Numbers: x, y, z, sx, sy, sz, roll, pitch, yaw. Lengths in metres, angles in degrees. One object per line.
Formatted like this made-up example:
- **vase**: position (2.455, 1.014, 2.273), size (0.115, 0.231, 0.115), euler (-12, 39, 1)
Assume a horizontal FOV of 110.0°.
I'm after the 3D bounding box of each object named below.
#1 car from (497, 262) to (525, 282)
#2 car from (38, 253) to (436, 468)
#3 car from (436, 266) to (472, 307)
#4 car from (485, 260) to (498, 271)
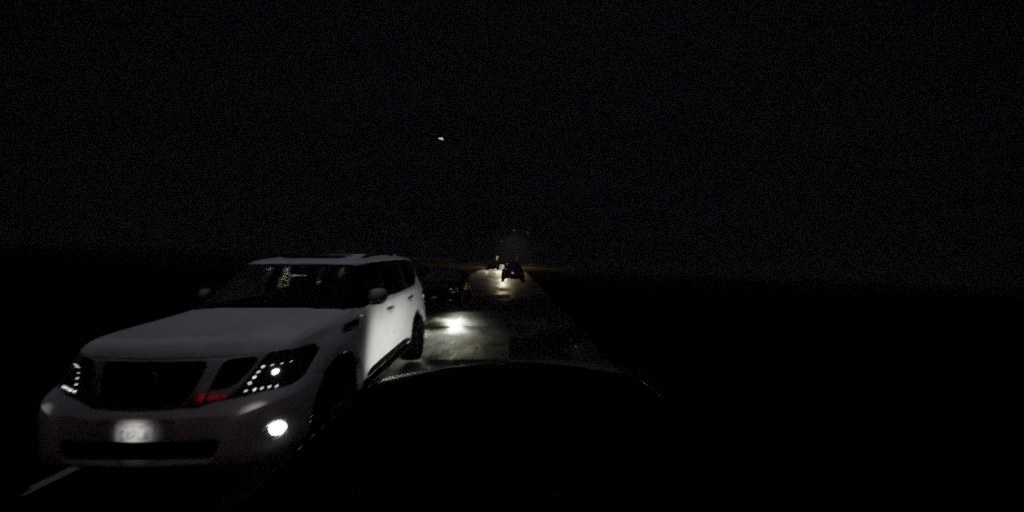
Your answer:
- **car**: position (0.054, 1.322, 29.205), size (2.033, 1.411, 5.357), euler (0, 0, 0)
- **car**: position (-2.853, 0.973, 5.448), size (2.150, 2.045, 5.566), euler (0, 0, -1)
- **car**: position (-2.859, 1.230, 15.627), size (1.882, 1.535, 5.008), euler (0, 0, 0)
- **car**: position (-2.906, 1.362, 53.555), size (1.882, 1.535, 5.008), euler (0, 0, 0)
